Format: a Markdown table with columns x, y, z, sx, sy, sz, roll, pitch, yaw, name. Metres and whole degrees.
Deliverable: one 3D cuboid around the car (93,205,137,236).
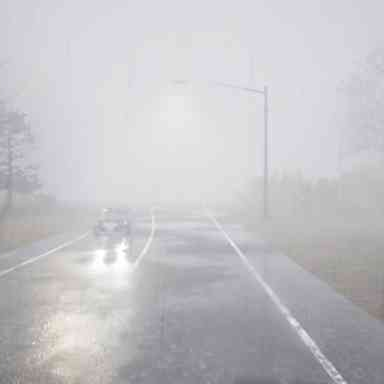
| x | y | z | sx | sy | sz | roll | pitch | yaw | name |
| --- | --- | --- | --- | --- | --- | --- | --- | --- | --- |
| -4.096 | 1.482 | 18.233 | 2.128 | 1.511 | 4.902 | 0 | 0 | -5 | car |
